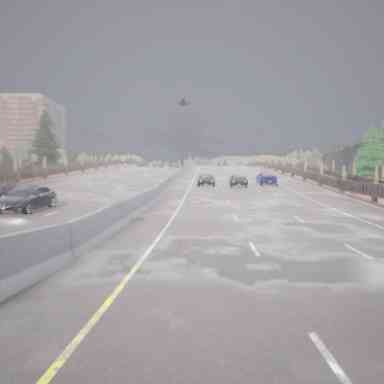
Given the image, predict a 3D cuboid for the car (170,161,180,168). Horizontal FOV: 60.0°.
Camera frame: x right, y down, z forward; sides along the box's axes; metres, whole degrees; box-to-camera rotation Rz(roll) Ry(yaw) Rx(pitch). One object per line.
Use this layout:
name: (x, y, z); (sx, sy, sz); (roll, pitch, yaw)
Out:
car: (-3.748, -5.947, 72.053); (2.128, 1.511, 4.902); (1, 7, 3)

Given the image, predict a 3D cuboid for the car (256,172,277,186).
car: (8.749, -1.641, 39.187); (1.882, 1.535, 5.008); (1, 7, 3)

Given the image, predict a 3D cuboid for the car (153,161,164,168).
car: (-7.237, -6.047, 72.346); (1.812, 1.442, 4.674); (1, 7, 3)

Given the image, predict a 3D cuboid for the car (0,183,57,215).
car: (-9.810, 0.399, 19.878); (1.837, 1.490, 4.892); (1, 5, 3)

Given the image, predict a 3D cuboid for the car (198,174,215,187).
car: (1.643, -1.400, 37.483); (1.895, 1.301, 4.718); (1, 7, 3)

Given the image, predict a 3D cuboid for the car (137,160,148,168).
car: (-10.732, -6.140, 72.500); (1.837, 1.490, 4.892); (1, 7, 3)

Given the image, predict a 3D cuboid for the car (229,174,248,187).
car: (5.141, -1.335, 37.358); (1.895, 1.301, 4.718); (1, 7, 3)
